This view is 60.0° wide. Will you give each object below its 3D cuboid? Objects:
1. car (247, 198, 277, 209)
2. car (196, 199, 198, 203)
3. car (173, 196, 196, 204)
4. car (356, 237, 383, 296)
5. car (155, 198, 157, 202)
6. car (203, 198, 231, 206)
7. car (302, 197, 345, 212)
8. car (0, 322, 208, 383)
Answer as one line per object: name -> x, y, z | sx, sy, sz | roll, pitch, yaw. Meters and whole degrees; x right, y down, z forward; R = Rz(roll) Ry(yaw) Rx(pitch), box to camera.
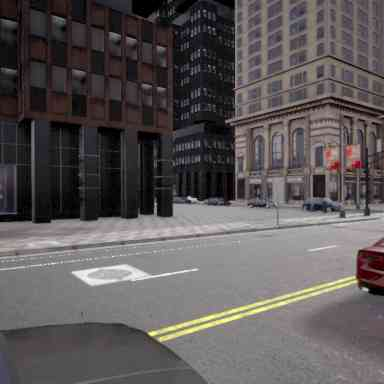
car -> 9.665, 1.525, 45.348 | 2.128, 1.511, 4.902 | 0, 0, -35
car -> -0.708, 1.579, 65.587 | 1.812, 1.442, 4.674 | 0, 0, -35
car -> -2.132, 1.607, 62.125 | 2.033, 1.411, 5.357 | 0, 0, -35
car -> 5.679, 1.477, 7.491 | 5.008, 1.535, 1.882 | 0, 0, -36
car -> -6.704, 1.594, 73.898 | 2.128, 1.511, 4.902 | 0, 0, -35
car -> 3.976, 1.593, 53.415 | 2.033, 1.411, 5.357 | 0, 0, -35
car -> 14.939, 1.376, 37.881 | 2.097, 1.767, 4.553 | 0, 0, -35
car -> -2.352, 1.547, 1.767 | 5.357, 1.411, 2.033 | 0, 0, -35
